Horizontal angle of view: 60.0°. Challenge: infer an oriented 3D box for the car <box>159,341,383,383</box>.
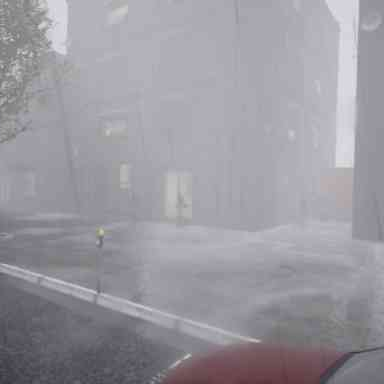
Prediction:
[{"bbox_3d":[1.576,1.590,1.745,4.206,1.307,1.802,1,1,36],"label":"car"}]
